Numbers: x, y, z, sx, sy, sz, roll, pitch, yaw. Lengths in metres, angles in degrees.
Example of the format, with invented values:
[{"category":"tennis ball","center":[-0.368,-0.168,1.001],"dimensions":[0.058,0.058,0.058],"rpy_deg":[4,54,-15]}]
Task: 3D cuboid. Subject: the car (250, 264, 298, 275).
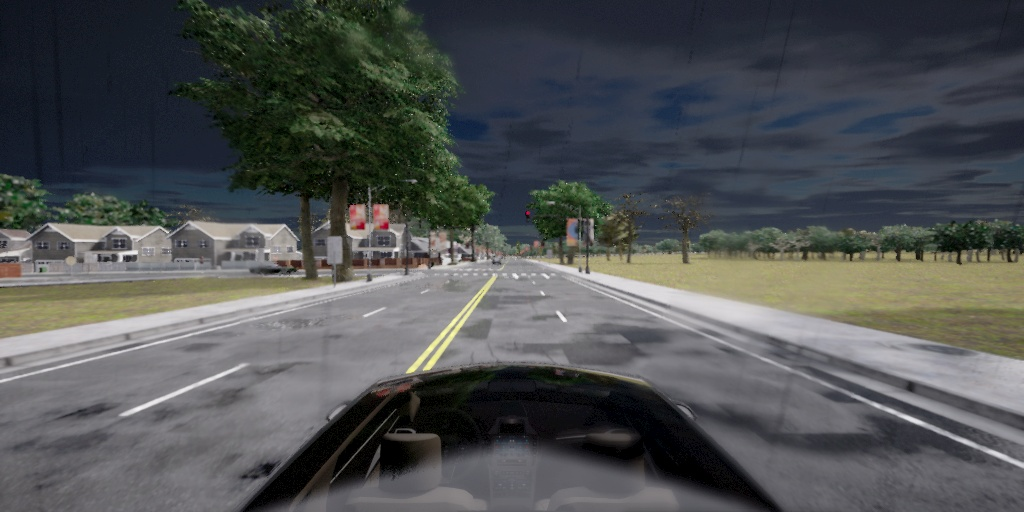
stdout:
[{"category":"car","center":[-28.026,1.611,42.323],"dimensions":[4.718,1.301,1.895],"rpy_deg":[-1,1,1]}]
